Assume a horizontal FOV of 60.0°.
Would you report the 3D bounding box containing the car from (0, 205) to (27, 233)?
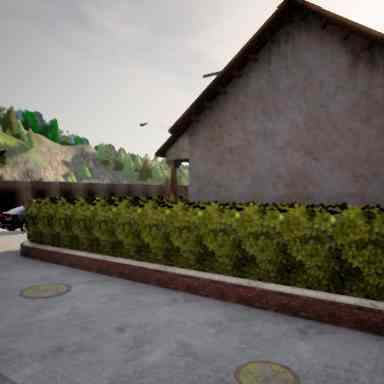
[{"bbox_3d":[-8.776,1.465,19.691,1.882,1.535,5.008,0,0,36],"label":"car"}]
